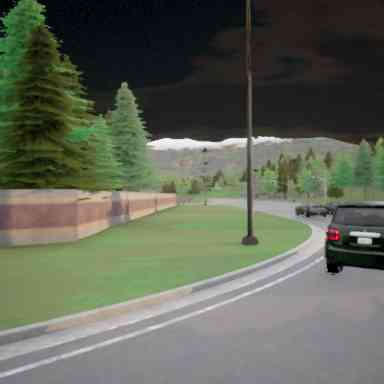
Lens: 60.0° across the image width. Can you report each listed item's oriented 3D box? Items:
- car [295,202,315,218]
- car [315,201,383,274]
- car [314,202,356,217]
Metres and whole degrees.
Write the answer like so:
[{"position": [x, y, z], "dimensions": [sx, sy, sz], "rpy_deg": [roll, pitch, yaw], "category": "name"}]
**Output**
[{"position": [11.479, 1.722, 32.407], "dimensions": [2.128, 1.511, 4.902], "rpy_deg": [0, -1, 1], "category": "car"}, {"position": [5.668, 1.279, 10.194], "dimensions": [2.150, 2.045, 5.566], "rpy_deg": [0, 0, 34], "category": "car"}, {"position": [15.079, 1.777, 35.432], "dimensions": [2.033, 1.411, 5.357], "rpy_deg": [0, -1, -1], "category": "car"}]
